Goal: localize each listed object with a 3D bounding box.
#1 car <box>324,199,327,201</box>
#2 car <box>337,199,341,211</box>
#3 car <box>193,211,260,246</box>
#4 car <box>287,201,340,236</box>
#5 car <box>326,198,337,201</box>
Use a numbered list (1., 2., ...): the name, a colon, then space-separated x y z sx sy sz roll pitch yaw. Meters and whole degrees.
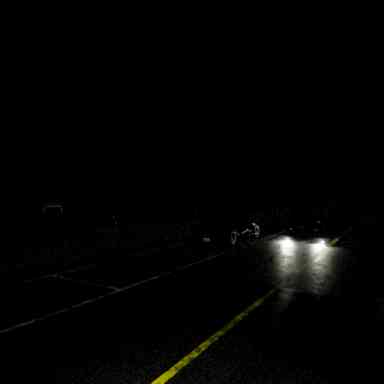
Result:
1. car: 10.406 1.578 29.476 1.802 1.307 4.206 0 0 32
2. car: 16.188 1.435 38.893 1.967 1.590 4.097 0 0 32
3. car: 1.735 1.564 15.350 1.947 1.339 4.313 0 0 32
4. car: 6.775 1.475 18.652 1.882 1.535 5.008 0 0 32
5. car: 13.297 1.562 34.185 1.947 1.339 4.313 0 0 32
